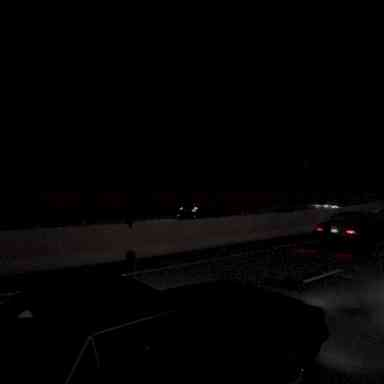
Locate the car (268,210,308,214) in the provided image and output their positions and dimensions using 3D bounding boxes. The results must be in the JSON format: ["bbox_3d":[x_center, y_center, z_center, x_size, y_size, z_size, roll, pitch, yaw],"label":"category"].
[{"bbox_3d":[7.795,1.608,25.773,2.033,1.411,5.357,0,0,41],"label":"car"}]

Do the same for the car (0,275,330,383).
[{"bbox_3d":[-0.616,1.611,3.453,4.718,1.301,1.895,0,0,-37],"label":"car"}]

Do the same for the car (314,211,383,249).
[{"bbox_3d":[7.415,1.580,14.904,5.357,1.411,2.033,0,0,-44],"label":"car"}]

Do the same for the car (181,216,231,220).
[{"bbox_3d":[1.124,1.662,23.723,1.895,1.301,4.718,0,0,44],"label":"car"}]
